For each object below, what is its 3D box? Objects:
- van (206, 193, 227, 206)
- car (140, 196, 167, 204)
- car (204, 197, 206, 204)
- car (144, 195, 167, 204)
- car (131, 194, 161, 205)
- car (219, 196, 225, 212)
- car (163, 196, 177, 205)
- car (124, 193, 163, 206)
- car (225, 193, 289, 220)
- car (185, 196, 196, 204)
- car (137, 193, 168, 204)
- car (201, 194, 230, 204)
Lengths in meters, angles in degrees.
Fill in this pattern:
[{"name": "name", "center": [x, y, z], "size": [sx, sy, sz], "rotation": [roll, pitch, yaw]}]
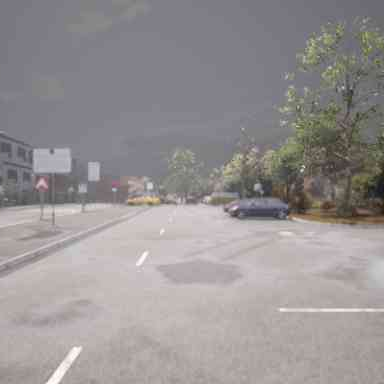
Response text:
[{"name": "van", "center": [4.800, 1.108, 49.915], "size": [4.442, 1.987, 1.878], "rotation": [0, -1, 0]}, {"name": "car", "center": [-7.496, 1.603, 65.520], "size": [5.008, 1.535, 2.097], "rotation": [0, -1, -1]}, {"name": "car", "center": [5.079, 1.362, 52.709], "size": [5.366, 1.575, 1.946], "rotation": [0, -1, 0]}, {"name": "car", "center": [-7.508, 1.551, 68.558], "size": [4.553, 1.767, 2.185], "rotation": [0, -1, -1]}, {"name": "car", "center": [-7.349, 1.245, 53.380], "size": [4.553, 1.767, 2.185], "rotation": [0, -1, 0]}, {"name": "car", "center": [5.058, 1.352, 29.120], "size": [4.674, 1.452, 2.002], "rotation": [0, 0, 0]}, {"name": "car", "center": [-3.539, 1.533, 56.075], "size": [1.895, 1.301, 4.718], "rotation": [0, -1, 0]}, {"name": "car", "center": [-7.541, 1.334, 50.459], "size": [5.366, 1.575, 1.946], "rotation": [0, -1, 0]}, {"name": "car", "center": [5.129, 1.203, 25.949], "size": [4.553, 1.767, 2.185], "rotation": [0, 0, 0]}, {"name": "car", "center": [-0.262, 1.535, 61.380], "size": [1.837, 1.490, 4.892], "rotation": [0, -1, 0]}, {"name": "car", "center": [-7.434, 1.281, 62.610], "size": [5.566, 2.045, 2.435], "rotation": [0, -1, -1]}, {"name": "car", "center": [4.727, 1.379, 66.549], "size": [5.566, 2.045, 2.435], "rotation": [0, -1, -1]}]
